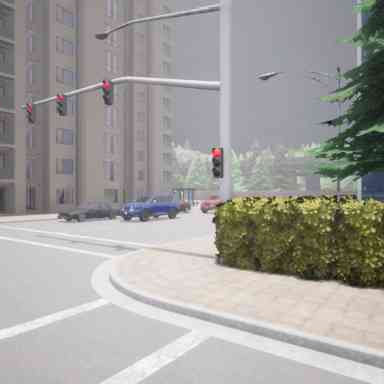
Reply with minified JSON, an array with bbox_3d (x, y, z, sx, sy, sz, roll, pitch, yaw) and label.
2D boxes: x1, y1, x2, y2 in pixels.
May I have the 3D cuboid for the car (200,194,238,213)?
[{"bbox_3d":[3.112,1.219,35.660,2.150,2.045,5.566,0,0,36],"label":"car"}]

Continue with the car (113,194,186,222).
[{"bbox_3d":[-3.282,1.221,26.957,2.150,2.045,5.566,0,0,36],"label":"car"}]

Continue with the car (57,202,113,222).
[{"bbox_3d":[-7.904,1.547,26.571,2.033,1.411,5.357,0,0,36],"label":"car"}]

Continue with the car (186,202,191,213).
[{"bbox_3d":[-2.100,1.478,34.480,1.882,1.535,5.008,0,0,36],"label":"car"}]
